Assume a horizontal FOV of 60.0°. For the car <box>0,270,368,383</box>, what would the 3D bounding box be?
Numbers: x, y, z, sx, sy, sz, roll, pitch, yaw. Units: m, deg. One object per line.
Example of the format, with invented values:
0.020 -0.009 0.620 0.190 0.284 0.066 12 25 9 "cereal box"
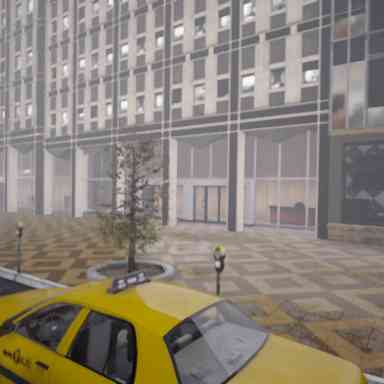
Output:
-0.837 1.499 3.455 4.829 1.417 1.752 1 1 35 "car"
